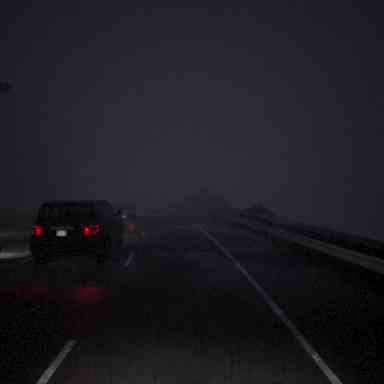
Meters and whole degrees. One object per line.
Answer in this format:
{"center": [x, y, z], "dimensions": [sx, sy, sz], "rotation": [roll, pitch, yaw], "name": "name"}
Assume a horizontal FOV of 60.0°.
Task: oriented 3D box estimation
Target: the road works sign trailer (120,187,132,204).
{"center": [-14.800, 0.788, 73.980], "dimensions": [2.380, 3.560, 2.880], "rotation": [0, 0, -24], "name": "road works sign trailer"}

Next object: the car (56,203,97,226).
{"center": [-8.853, 1.673, 25.941], "dimensions": [2.033, 1.411, 5.357], "rotation": [0, 0, -8], "name": "car"}

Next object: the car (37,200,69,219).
{"center": [-13.538, 1.644, 32.666], "dimensions": [1.882, 1.535, 5.008], "rotation": [0, 0, -10], "name": "car"}

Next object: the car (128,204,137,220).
{"center": [-5.895, 1.731, 29.597], "dimensions": [1.895, 1.301, 4.718], "rotation": [0, 0, -9], "name": "car"}

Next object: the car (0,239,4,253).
{"center": [-7.205, 1.605, 8.822], "dimensions": [2.033, 1.411, 5.357], "rotation": [0, 0, -3], "name": "car"}

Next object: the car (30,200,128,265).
{"center": [-3.905, 1.280, 12.183], "dimensions": [2.150, 2.045, 5.566], "rotation": [0, 0, -4], "name": "car"}
